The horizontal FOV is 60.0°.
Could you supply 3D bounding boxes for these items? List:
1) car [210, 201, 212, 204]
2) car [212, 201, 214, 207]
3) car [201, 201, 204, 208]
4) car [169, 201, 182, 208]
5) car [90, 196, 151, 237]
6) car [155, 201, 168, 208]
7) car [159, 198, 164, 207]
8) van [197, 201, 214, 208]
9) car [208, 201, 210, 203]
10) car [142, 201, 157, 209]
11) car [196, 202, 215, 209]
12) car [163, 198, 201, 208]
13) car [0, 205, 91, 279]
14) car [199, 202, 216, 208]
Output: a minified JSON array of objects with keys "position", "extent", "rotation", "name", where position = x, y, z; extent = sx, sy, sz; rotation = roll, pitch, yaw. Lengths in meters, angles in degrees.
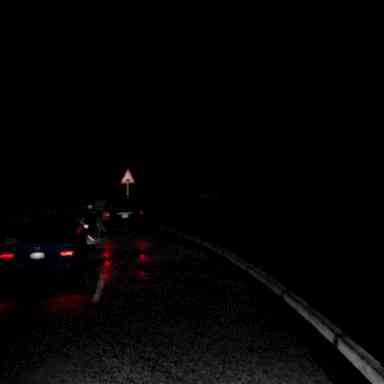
[{"position":[1.603,3.057,74.464],"extent":[4.674,1.452,2.002],"rotation":[0,-2,8],"name":"car"},{"position":[1.958,3.166,77.198],"extent":[4.792,1.488,2.163],"rotation":[0,-2,8],"name":"car"},{"position":[-1.105,2.091,55.397],"extent":[5.008,1.535,2.097],"rotation":[0,-3,8],"name":"car"},{"position":[-3.740,2.955,76.244],"extent":[1.882,1.535,5.008],"rotation":[0,-2,8],"name":"car"},{"position":[-3.901,1.019,16.242],"extent":[2.097,1.767,4.553],"rotation":[-1,2,-28],"name":"car"},{"position":[-7.015,2.898,76.291],"extent":[1.837,1.490,4.892],"rotation":[0,-2,8],"name":"car"},{"position":[-5.197,2.289,65.945],"extent":[2.150,2.045,5.566],"rotation":[0,-3,8],"name":"car"},{"position":[3.806,3.445,90.848],"extent":[4.442,1.987,1.878],"rotation":[0,-2,8],"name":"van"},{"position":[0.800,2.646,69.021],"extent":[4.553,1.767,2.185],"rotation":[0,-2,8],"name":"car"},{"position":[-8.424,2.607,66.353],"extent":[1.994,1.385,4.181],"rotation":[0,-3,8],"name":"car"},{"position":[3.526,3.573,88.096],"extent":[4.892,1.521,2.231],"rotation":[0,-2,8],"name":"car"},{"position":[-1.492,1.948,52.673],"extent":[4.892,1.521,2.231],"rotation":[0,-3,8],"name":"car"},{"position":[-4.065,1.365,9.591],"extent":[2.033,1.411,5.357],"rotation":[0,1,-17],"name":"car"},{"position":[4.336,3.637,93.548],"extent":[4.553,1.767,2.185],"rotation":[0,-2,8],"name":"car"}]
